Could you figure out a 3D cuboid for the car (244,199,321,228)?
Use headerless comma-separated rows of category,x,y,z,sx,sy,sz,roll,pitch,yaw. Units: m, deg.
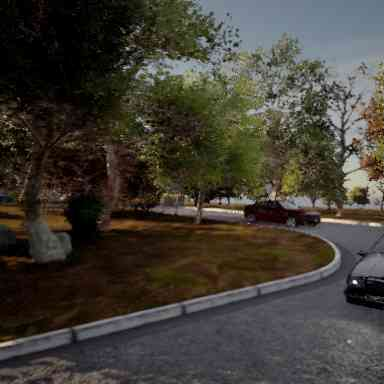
car,5.342,1.226,20.146,1.882,1.535,5.008,2,0,-36

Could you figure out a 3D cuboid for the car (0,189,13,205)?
car,-21.771,0.475,35.593,4.553,1.767,2.097,2,-1,-34

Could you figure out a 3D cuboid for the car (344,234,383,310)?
car,5.115,1.575,7.552,2.033,1.411,5.357,0,0,39

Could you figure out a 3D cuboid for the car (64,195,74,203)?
car,-11.323,0.856,35.978,4.674,1.442,1.812,1,-1,-2
